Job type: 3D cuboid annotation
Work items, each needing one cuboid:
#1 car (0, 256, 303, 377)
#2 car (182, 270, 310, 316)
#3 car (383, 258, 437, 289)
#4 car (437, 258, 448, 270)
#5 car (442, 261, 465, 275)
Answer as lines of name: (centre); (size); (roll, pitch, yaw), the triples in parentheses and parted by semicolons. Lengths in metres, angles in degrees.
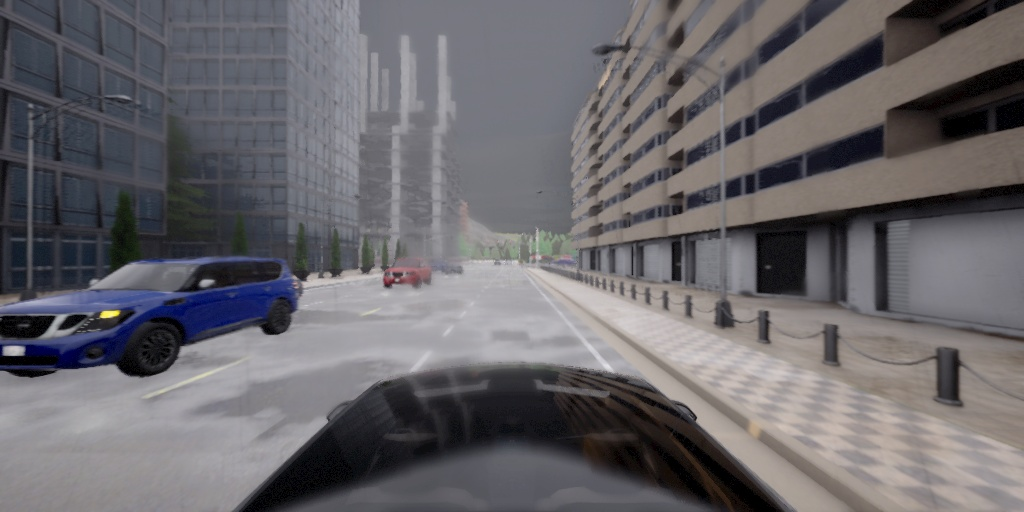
car: (-7.103, 1.021, 7.877); (2.150, 2.045, 5.566); (0, 0, 0)
car: (-10.583, 1.379, 14.828); (1.812, 1.442, 4.674); (0, 0, 0)
car: (-7.096, 1.154, 24.974); (2.150, 2.045, 5.566); (0, -1, 0)
car: (-10.507, 1.358, 51.833); (2.150, 2.045, 5.566); (0, 0, 0)
car: (-7.004, 1.651, 44.315); (1.994, 1.385, 4.181); (0, -1, 0)
